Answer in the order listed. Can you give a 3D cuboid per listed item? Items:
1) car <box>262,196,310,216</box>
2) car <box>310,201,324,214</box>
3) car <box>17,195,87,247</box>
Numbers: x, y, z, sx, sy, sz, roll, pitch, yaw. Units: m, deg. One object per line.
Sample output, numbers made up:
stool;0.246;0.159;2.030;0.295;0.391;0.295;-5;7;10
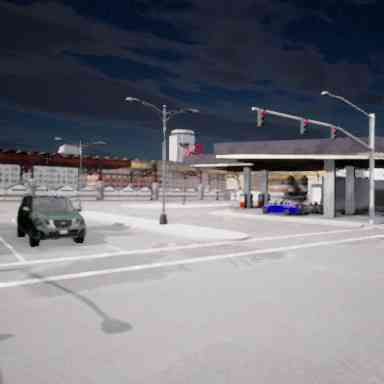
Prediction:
car;9.620;1.586;35.288;2.242;1.667;4.611;1;0;-35
car;13.860;1.808;39.236;1.970;1.475;3.806;1;0;-35
car;-6.762;1.201;15.687;2.150;2.045;5.566;1;1;-35
